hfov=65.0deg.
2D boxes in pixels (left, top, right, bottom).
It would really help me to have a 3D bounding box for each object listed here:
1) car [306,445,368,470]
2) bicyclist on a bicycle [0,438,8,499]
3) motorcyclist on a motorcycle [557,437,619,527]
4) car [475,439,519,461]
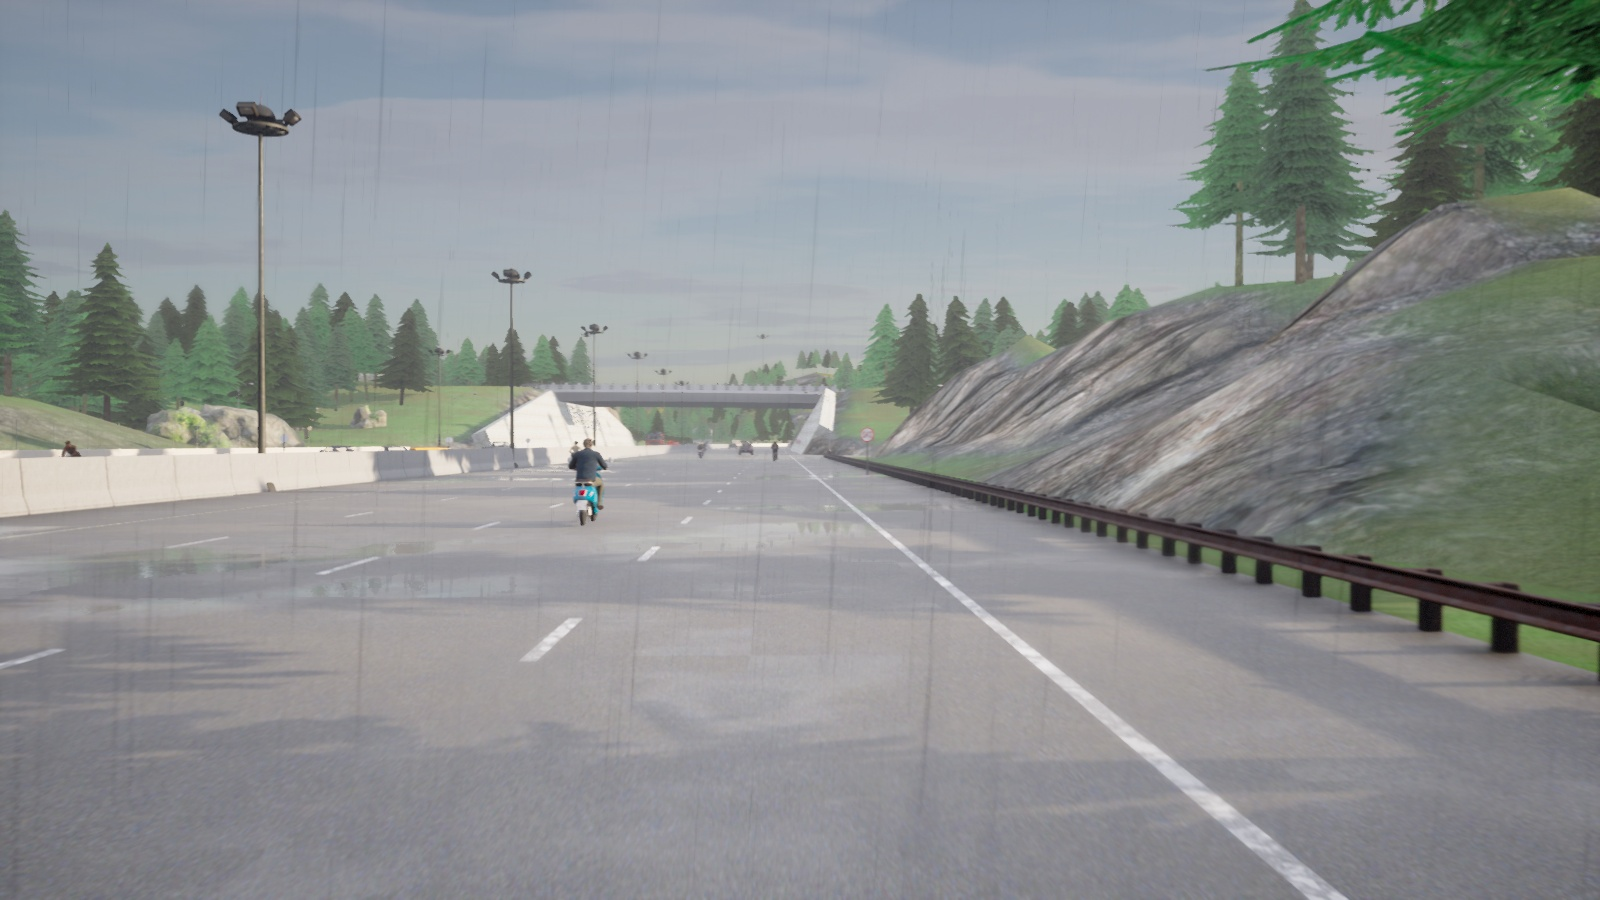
[{"bbox_3d":[-25.838,0.401,70.185,1.994,1.385,4.181,0,0,-1],"label":"car"},{"bbox_3d":[-21.593,0.486,32.800,0.866,1.612,1.509,0,0,-1],"label":"bicyclist on a bicycle"},{"bbox_3d":[-3.904,0.567,23.231,0.866,1.590,1.817,0,0,-1],"label":"motorcyclist on a motorcycle"},{"bbox_3d":[-22.815,-0.022,94.778,2.152,1.651,5.027,0,0,-1],"label":"car"}]
